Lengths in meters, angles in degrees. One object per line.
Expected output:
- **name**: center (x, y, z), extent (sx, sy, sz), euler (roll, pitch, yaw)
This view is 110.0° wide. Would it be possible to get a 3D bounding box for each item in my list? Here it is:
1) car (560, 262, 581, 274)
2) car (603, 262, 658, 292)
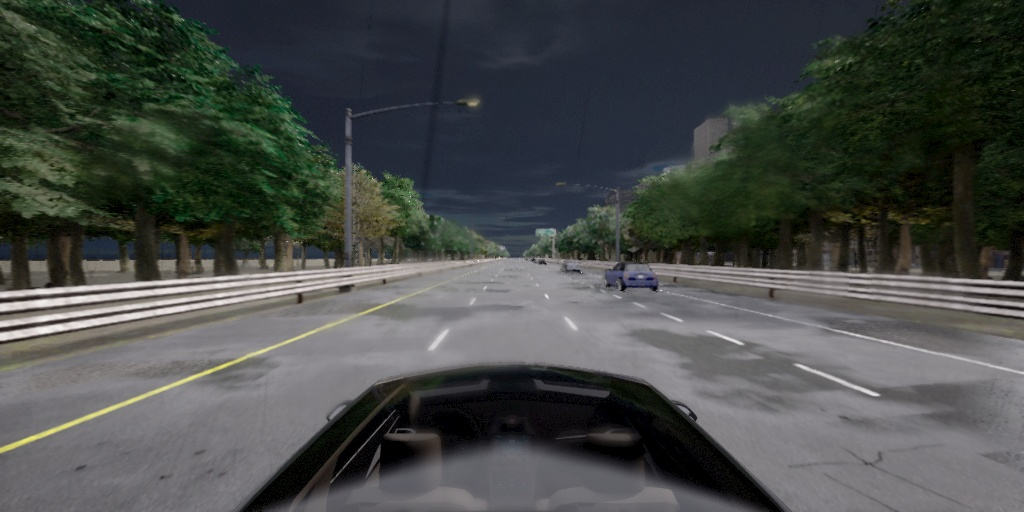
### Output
- **car**: center (7.099, 1.402, 43.644), extent (2.033, 1.411, 5.357), euler (0, 0, 0)
- **car**: center (7.023, 1.146, 21.673), extent (2.097, 1.767, 4.553), euler (0, 0, 0)
